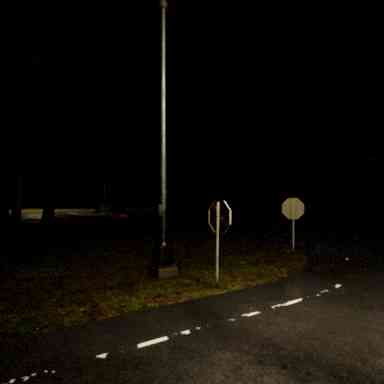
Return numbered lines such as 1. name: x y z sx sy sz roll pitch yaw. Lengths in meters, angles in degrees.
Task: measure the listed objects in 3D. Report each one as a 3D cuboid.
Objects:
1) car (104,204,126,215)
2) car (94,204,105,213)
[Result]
1. car: -12.568 2.957 55.425 1.837 1.490 4.892 2 -2 -33
2. car: -16.457 2.918 61.263 2.097 1.767 4.553 2 -2 -33
